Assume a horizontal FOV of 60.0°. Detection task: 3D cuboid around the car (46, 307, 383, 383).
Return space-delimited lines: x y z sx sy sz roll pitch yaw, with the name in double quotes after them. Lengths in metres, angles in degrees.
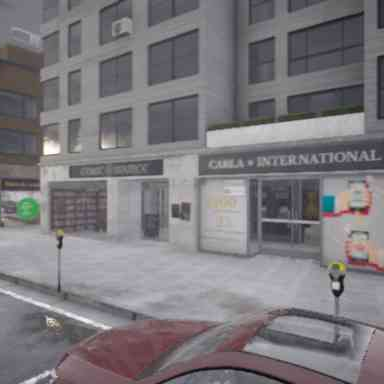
0.628 1.581 2.398 4.206 1.307 1.802 0 0 36 "car"
